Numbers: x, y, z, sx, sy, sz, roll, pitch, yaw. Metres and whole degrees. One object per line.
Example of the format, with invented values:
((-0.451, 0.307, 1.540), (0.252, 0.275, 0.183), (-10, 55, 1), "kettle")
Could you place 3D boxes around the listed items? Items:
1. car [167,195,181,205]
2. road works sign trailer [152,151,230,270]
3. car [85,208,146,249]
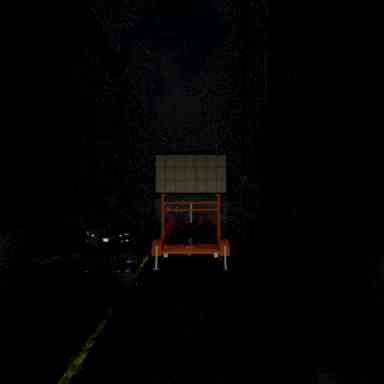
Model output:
((-3.279, 1.588, 56.670), (1.895, 1.301, 4.718), (0, 0, 0), "car")
((-0.034, 0.463, 10.987), (2.380, 3.560, 2.880), (0, 0, 0), "road works sign trailer")
((-3.148, 1.503, 14.530), (1.837, 1.490, 4.892), (0, 0, 0), "car")
